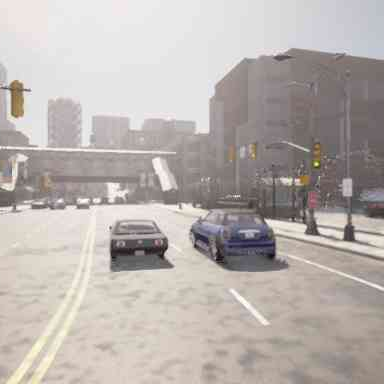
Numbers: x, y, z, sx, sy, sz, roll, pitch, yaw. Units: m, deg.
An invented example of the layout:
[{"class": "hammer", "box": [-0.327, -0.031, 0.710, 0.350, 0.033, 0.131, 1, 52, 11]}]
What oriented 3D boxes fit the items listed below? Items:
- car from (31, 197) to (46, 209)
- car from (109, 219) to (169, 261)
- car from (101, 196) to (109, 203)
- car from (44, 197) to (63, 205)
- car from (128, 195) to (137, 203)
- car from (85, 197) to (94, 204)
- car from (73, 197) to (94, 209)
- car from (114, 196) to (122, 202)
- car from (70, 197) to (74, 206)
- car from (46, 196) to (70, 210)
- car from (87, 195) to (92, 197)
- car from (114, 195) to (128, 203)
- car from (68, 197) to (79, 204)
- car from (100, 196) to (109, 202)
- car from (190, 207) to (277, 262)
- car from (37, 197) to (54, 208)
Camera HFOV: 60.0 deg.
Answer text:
[{"class": "car", "box": [-23.115, 1.781, 50.711, 2.097, 1.535, 5.008, 0, 0, -16]}, {"class": "car", "box": [-2.197, 1.665, 12.720, 1.895, 1.301, 4.718, 0, 0, -14]}, {"class": "car", "box": [-20.439, 1.907, 77.973, 1.837, 1.490, 4.892, 0, 0, -15]}, {"class": "car", "box": [-27.864, 1.871, 67.243, 2.231, 1.521, 4.892, 0, 0, -6]}, {"class": "car", "box": [-14.790, 2.008, 82.574, 1.895, 1.301, 4.718, 0, 0, -16]}, {"class": "car", "box": [-24.157, 1.886, 78.324, 1.837, 1.490, 4.892, 0, 0, -15]}, {"class": "car", "box": [-16.427, 1.825, 50.343, 2.033, 1.411, 5.357, 0, 0, -15]}, {"class": "car", "box": [-19.799, 1.915, 88.964, 1.812, 1.442, 4.674, 0, 0, -16]}, {"class": "car", "box": [-23.375, 1.706, 62.341, 2.097, 1.767, 4.553, 0, 0, -15]}, {"class": "car", "box": [-19.700, 1.773, 49.032, 2.128, 1.511, 4.902, 0, 0, -15]}, {"class": "car", "box": [-20.381, 1.900, 64.655, 2.033, 1.411, 5.357, 0, 0, -16]}, {"class": "car", "box": [-17.069, 1.926, 78.917, 2.128, 1.511, 4.902, 0, 0, -15]}, {"class": "car", "box": [-27.384, 1.898, 76.844, 1.882, 1.535, 5.008, 0, 0, -15]}, {"class": "car", "box": [-23.171, 1.923, 88.025, 2.128, 1.511, 4.902, 0, 0, -16]}, {"class": "car", "box": [1.350, 1.404, 12.647, 2.097, 1.767, 4.553, 0, 0, -13]}, {"class": "car", "box": [-24.986, 1.689, 56.860, 2.185, 1.767, 4.553, 0, 0, -16]}]
